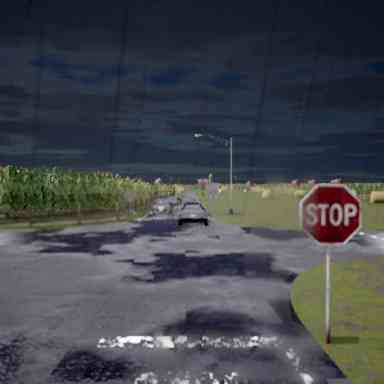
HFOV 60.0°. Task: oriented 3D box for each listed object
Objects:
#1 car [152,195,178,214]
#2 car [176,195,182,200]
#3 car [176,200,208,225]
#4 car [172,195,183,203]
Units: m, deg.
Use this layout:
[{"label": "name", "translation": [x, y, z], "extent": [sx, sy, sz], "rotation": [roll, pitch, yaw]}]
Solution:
[{"label": "car", "translation": [-2.895, 1.388, 33.565], "extent": [2.128, 1.511, 4.902], "rotation": [0, 0, 0]}, {"label": "car", "translation": [-2.923, 1.396, 49.087], "extent": [1.994, 1.385, 4.181], "rotation": [0, 0, 0]}, {"label": "car", "translation": [0.071, 1.493, 23.416], "extent": [1.994, 1.385, 4.181], "rotation": [0, 0, 0]}, {"label": "car", "translation": [-2.880, 1.328, 66.007], "extent": [2.033, 1.411, 5.357], "rotation": [0, 0, 0]}]
